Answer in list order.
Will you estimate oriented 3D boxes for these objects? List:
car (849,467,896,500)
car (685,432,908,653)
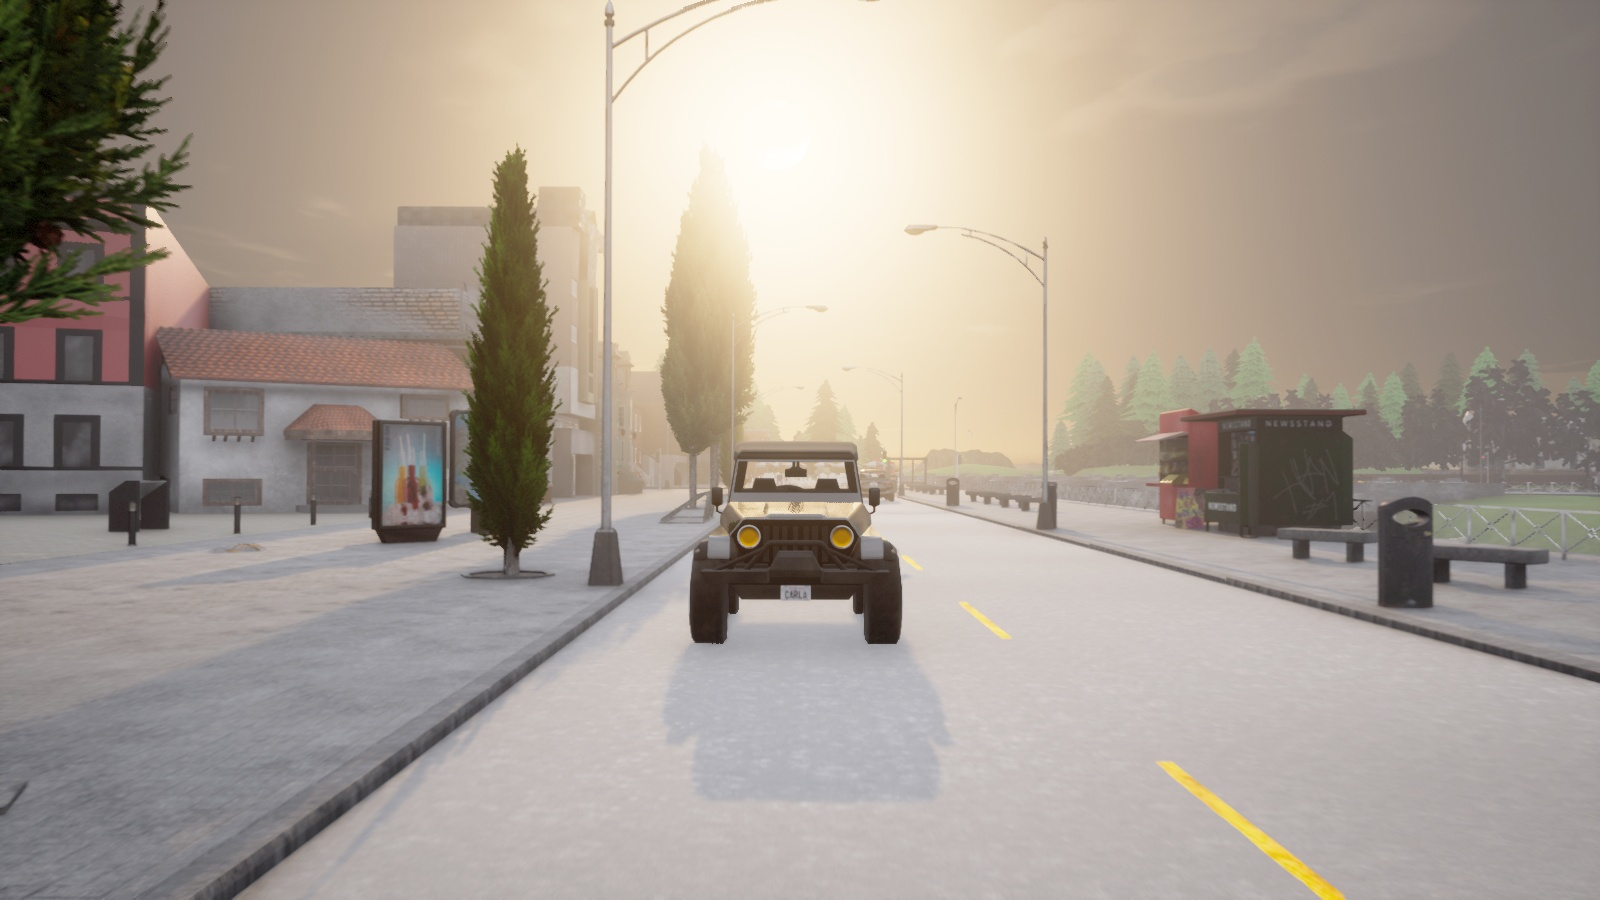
[{"bbox_3d":[3.825,1.769,67.195,2.242,1.667,4.611,0,-1,0],"label":"car"},{"bbox_3d":[-0.034,0.823,12.692,1.905,1.878,3.866,0,-1,0],"label":"car"}]
